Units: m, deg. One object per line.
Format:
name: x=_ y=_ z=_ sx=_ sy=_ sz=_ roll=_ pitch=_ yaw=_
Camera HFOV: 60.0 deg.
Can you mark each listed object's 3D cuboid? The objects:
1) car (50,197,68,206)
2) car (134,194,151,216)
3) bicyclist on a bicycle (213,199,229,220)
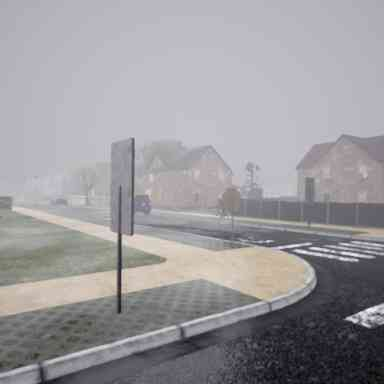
car: x=-21.832 y=1.574 z=54.487 sx=1.837 sy=1.490 sz=4.892 roll=1 pitch=-1 yaw=-36
car: x=-6.020 y=1.226 z=32.566 sx=2.150 sy=2.045 sz=5.566 roll=1 pitch=0 yaw=-36
bicyclist on a bicycle: x=2.296 y=1.339 z=25.992 sx=1.656 sy=1.620 sz=0.582 roll=0 pitch=0 yaw=-36
